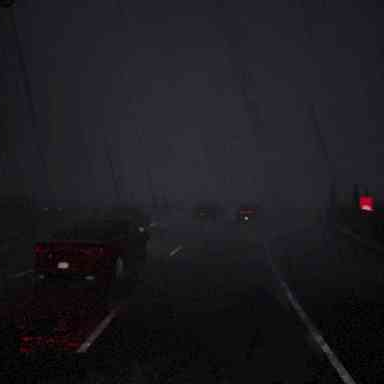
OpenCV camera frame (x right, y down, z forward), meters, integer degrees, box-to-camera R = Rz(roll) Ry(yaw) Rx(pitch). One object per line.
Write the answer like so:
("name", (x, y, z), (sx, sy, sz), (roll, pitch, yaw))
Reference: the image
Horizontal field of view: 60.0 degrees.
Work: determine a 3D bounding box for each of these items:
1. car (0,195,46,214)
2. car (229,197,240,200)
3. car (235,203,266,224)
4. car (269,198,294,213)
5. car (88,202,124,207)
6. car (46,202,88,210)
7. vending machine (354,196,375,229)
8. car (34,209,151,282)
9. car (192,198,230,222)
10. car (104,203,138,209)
("car", (-16.332, 1.261, 30.002), (2.150, 2.045, 5.566), (0, -1, 17))
("car", (8.499, 1.796, 67.712), (2.033, 1.411, 5.357), (0, 0, 41))
("car", (4.575, 1.599, 25.862), (1.837, 1.490, 4.892), (0, 0, 18))
("car", (10.964, 1.508, 40.479), (2.097, 1.767, 4.553), (0, 0, 28))
("car", (-7.867, 1.676, 33.357), (1.895, 1.301, 4.718), (0, 0, 20))
("car", (-11.949, 1.659, 32.271), (1.895, 1.301, 4.718), (0, 0, 19))
("vending machine", (11.339, 1.299, 21.928), (1.100, 2.100, 0.880), (0, 0, 17))
("car", (-2.601, 1.499, 9.903), (1.882, 1.535, 5.008), (0, 0, 6))
("car", (1.504, 1.566, 27.770), (1.882, 1.535, 5.008), (0, 0, 18))
("car", (-4.083, 1.614, 20.984), (1.994, 1.385, 4.181), (0, 0, 13))
